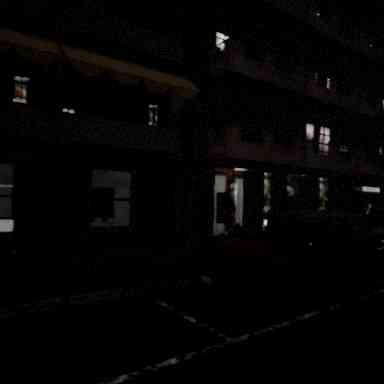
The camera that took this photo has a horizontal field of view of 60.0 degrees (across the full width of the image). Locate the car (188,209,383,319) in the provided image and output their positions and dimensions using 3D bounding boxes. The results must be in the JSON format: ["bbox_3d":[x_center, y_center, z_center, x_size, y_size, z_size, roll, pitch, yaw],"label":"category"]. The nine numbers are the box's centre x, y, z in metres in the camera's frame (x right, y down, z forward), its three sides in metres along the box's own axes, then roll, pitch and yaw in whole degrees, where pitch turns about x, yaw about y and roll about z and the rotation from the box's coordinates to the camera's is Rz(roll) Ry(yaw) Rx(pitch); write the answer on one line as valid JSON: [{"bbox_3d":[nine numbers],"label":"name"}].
[{"bbox_3d":[2.339,1.382,7.746,5.009,1.841,2.192,1,1,-36],"label":"car"}]

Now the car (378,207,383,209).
[{"bbox_3d":[6.837,1.441,10.963,5.009,1.841,2.192,1,1,-36],"label":"car"}]
